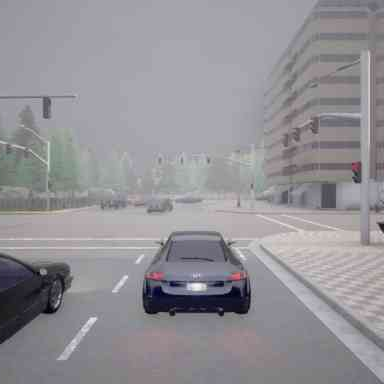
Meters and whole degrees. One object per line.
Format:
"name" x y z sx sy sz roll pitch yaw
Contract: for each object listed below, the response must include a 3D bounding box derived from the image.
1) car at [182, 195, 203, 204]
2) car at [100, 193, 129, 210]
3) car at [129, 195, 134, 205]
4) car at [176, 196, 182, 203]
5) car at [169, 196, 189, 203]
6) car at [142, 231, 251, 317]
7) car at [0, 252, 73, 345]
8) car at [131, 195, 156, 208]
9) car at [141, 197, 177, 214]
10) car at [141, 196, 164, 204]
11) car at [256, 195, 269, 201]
"car" 0.491 1.352 63.326 2.097 1.767 4.553 0 0 24
"car" -10.433 1.221 44.380 2.150 2.045 5.566 0 0 2
"car" -9.617 1.352 53.814 2.097 1.767 4.553 0 0 8
"car" -1.718 1.564 67.205 1.994 1.385 4.181 0 0 28
"car" -2.769 1.524 72.384 1.812 1.442 4.674 0 0 34
"car" 0.088 1.564 7.589 1.994 1.385 4.181 0 0 0
"car" -3.429 1.547 4.554 2.033 1.411 5.357 0 0 0
"car" -6.859 1.547 48.040 2.033 1.411 5.357 0 0 2
"car" -3.448 1.561 35.999 2.033 1.411 5.357 0 1 9
"car" -7.384 1.547 63.245 2.033 1.411 5.357 0 0 21
"car" 17.905 1.524 81.056 4.674 1.442 1.812 0 0 -22
